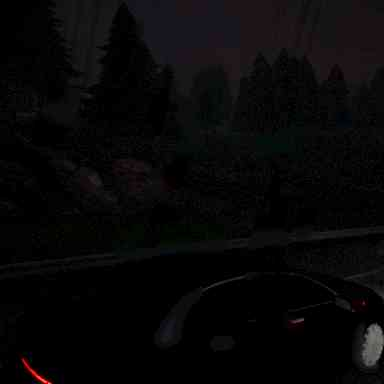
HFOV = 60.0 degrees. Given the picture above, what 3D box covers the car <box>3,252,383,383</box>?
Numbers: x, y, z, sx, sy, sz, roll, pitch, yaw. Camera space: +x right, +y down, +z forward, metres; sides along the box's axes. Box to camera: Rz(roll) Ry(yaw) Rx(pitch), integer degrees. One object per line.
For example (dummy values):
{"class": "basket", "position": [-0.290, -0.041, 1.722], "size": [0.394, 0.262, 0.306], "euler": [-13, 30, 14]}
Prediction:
{"class": "car", "position": [0.528, 1.514, 4.038], "size": [4.892, 1.490, 1.837], "euler": [0, 0, -35]}
